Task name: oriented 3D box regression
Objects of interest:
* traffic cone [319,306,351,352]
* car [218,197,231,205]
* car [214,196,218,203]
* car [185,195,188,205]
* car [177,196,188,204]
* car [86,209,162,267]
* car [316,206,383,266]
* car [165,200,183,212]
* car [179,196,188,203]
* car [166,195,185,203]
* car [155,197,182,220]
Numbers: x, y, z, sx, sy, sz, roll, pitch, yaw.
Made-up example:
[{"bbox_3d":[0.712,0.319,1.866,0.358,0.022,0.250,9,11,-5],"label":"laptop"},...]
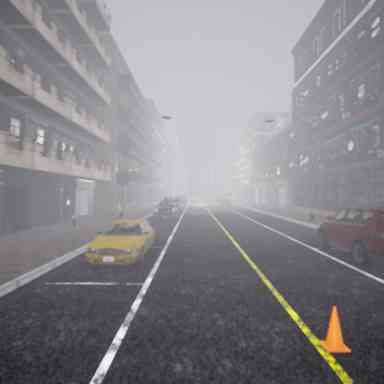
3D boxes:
[{"bbox_3d":[2.099,1.981,4.896,0.340,0.580,0.340,0,0,0],"label":"traffic cone"},{"bbox_3d":[6.425,1.701,62.545,1.752,1.417,4.829,1,0,0],"label":"car"},{"bbox_3d":[6.494,1.742,73.647,1.887,1.381,4.507,1,0,0],"label":"car"},{"bbox_3d":[-1.953,1.436,62.432,2.192,1.841,5.009,1,0,0],"label":"car"},{"bbox_3d":[-1.920,1.573,68.067,1.967,1.590,4.097,1,0,0],"label":"car"},{"bbox_3d":[-2.271,1.538,11.534,1.752,1.417,4.829,1,0,0],"label":"car"},{"bbox_3d":[6.113,1.382,11.649,2.192,1.841,5.009,1,0,0],"label":"car"},{"bbox_3d":[-2.097,1.657,39.886,1.802,1.307,4.206,1,0,0],"label":"car"},{"bbox_3d":[-1.886,1.688,73.704,1.887,1.381,4.507,1,0,0],"label":"car"},{"bbox_3d":[-2.128,1.378,34.250,2.192,1.841,5.009,1,0,0],"label":"car"},{"bbox_3d":[-2.165,1.490,28.614,1.967,1.590,4.097,1,0,0],"label":"car"}]
